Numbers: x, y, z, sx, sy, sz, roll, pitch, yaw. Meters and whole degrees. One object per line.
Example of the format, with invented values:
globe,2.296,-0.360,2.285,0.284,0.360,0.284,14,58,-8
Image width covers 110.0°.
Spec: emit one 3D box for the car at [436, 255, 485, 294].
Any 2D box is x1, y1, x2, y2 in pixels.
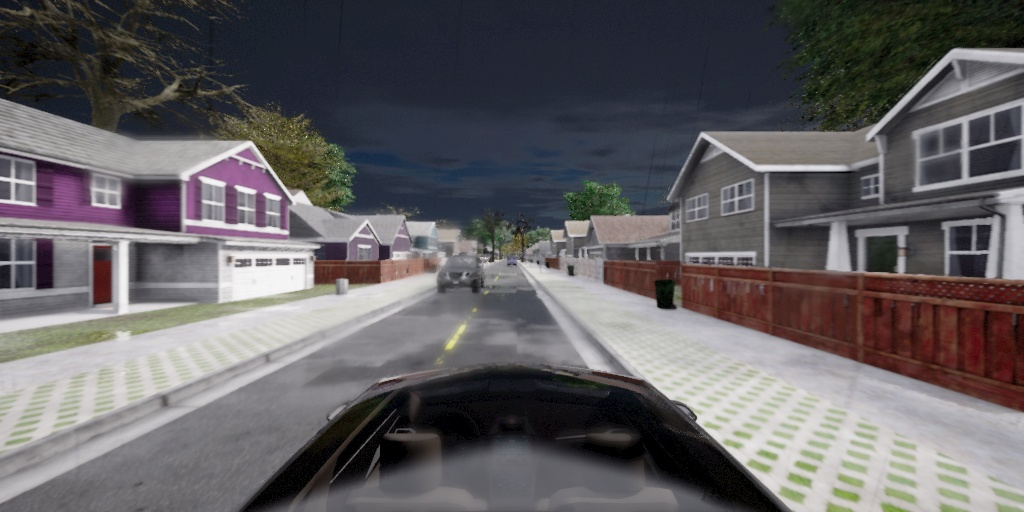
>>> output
car,-2.769,0.979,20.552,2.150,2.045,5.566,0,0,0
